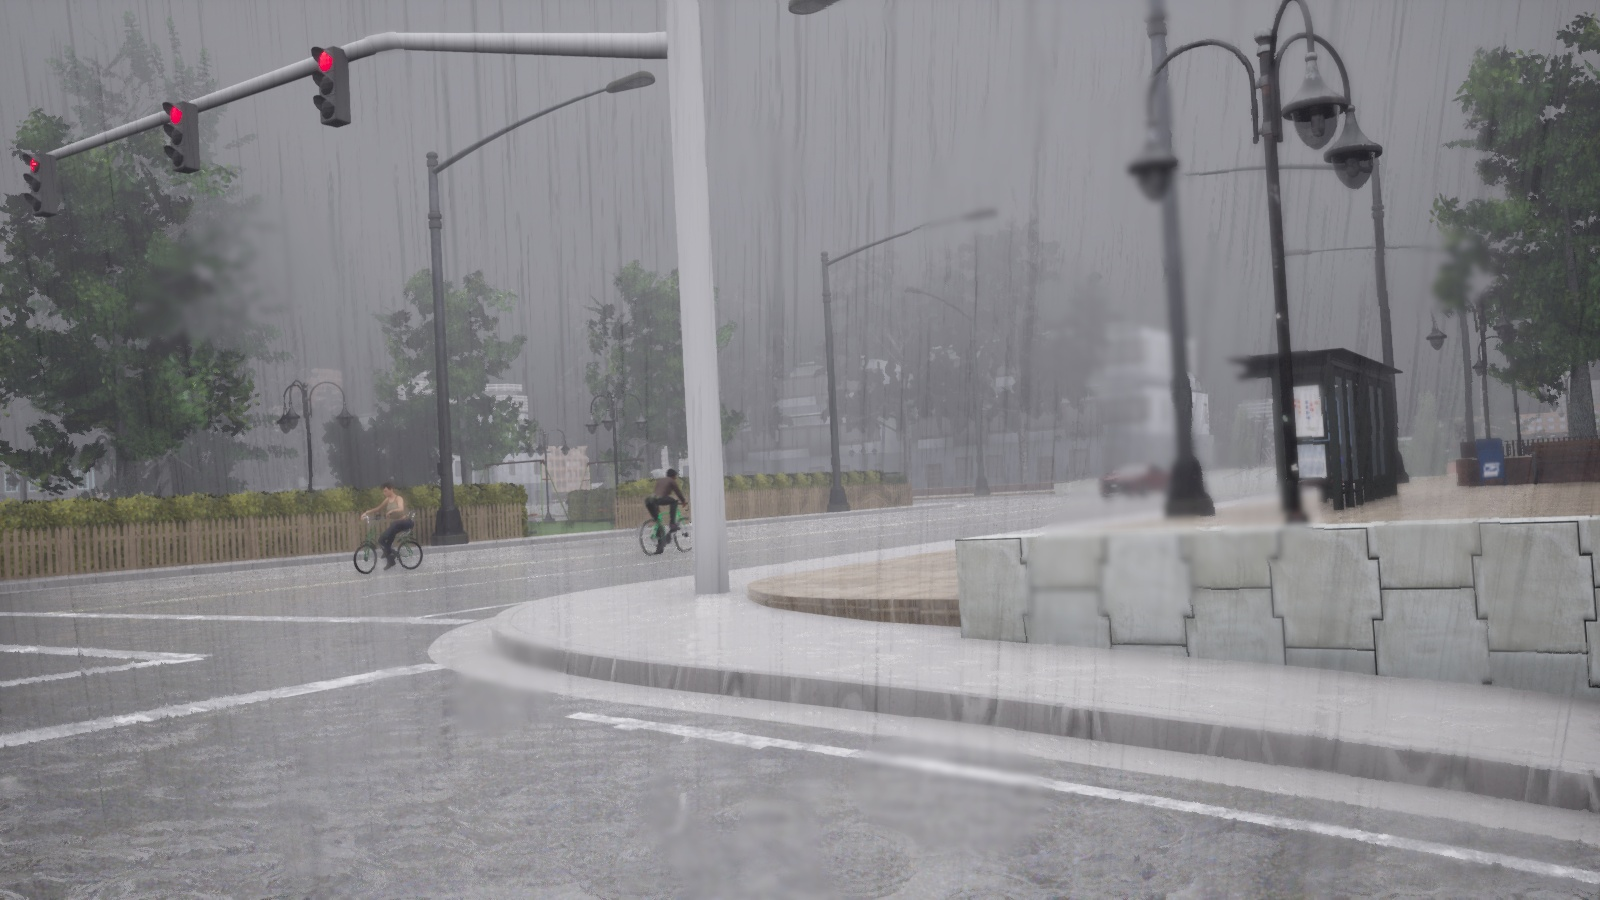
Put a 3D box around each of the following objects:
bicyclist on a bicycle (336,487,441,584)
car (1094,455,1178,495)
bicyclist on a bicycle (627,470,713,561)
[{"bbox_3d":[-7.433,1.536,22.723,0.866,1.612,1.509,-5,-2,35],"label":"bicyclist on a bicycle"},{"bbox_3d":[14.829,1.083,55.250,1.882,1.535,5.008,-6,-3,34],"label":"car"},{"bbox_3d":[-2.456,1.225,23.836,0.582,1.620,1.656,-5,-3,34],"label":"bicyclist on a bicycle"}]
